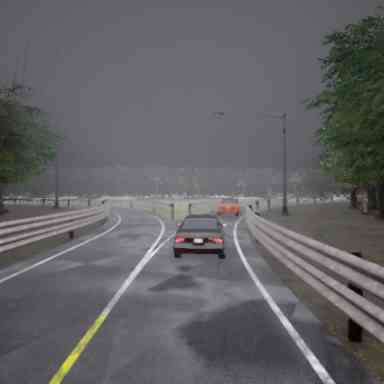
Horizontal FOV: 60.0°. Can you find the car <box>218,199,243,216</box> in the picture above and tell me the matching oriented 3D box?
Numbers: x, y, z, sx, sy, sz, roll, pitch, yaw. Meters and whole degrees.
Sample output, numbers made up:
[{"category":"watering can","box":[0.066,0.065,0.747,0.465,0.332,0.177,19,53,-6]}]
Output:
[{"category":"car","box":[3.994,1.486,34.048,2.097,1.767,4.553,0,0,15]}]

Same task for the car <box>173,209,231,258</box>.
[{"category":"car","box":[0.379,1.603,13.072,2.033,1.411,5.357,0,0,4]}]
